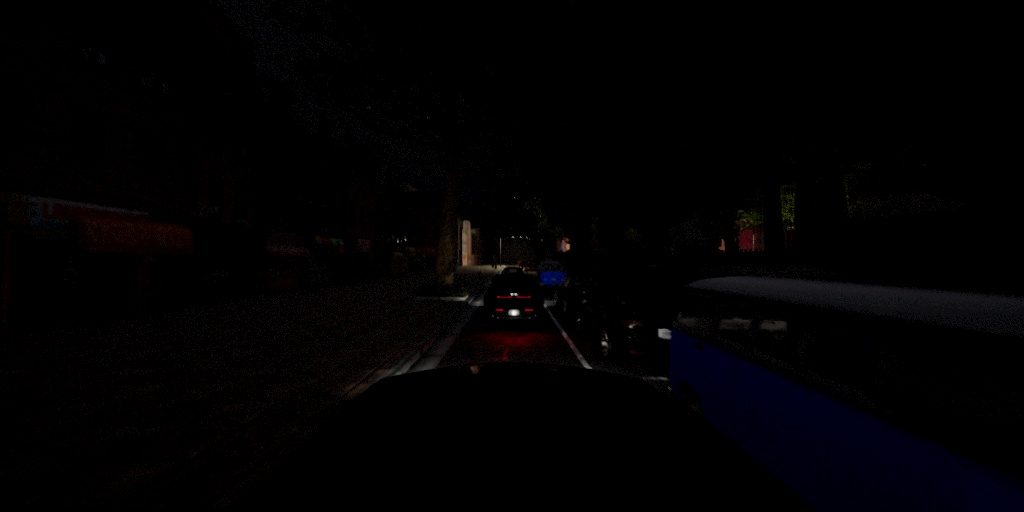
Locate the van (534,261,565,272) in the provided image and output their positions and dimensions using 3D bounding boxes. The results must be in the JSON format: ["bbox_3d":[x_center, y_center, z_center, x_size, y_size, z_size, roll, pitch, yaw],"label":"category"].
[{"bbox_3d":[2.627,1.256,24.507,1.690,1.789,3.998,0,0,0],"label":"van"}]

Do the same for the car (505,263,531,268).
[{"bbox_3d":[0.051,1.472,25.600,2.033,1.411,5.357,0,0,0],"label":"car"}]

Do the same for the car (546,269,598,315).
[{"bbox_3d":[2.633,1.384,13.609,2.007,1.370,4.403,0,0,0],"label":"car"}]

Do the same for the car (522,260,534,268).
[{"bbox_3d":[2.724,1.571,48.684,1.801,1.575,5.366,0,-1,0],"label":"car"}]

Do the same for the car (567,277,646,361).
[{"bbox_3d":[2.636,1.360,8.160,1.948,1.339,4.313,0,0,0],"label":"car"}]

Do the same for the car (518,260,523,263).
[{"bbox_3d":[2.605,1.560,62.651,2.192,1.841,5.009,0,0,0],"label":"car"}]

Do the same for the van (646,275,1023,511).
[{"bbox_3d":[2.639,1.098,2.711,1.690,1.789,3.998,0,0,0],"label":"van"}]

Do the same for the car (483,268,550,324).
[{"bbox_3d":[0.068,1.330,12.345,1.837,1.490,4.892,0,0,0],"label":"car"}]
